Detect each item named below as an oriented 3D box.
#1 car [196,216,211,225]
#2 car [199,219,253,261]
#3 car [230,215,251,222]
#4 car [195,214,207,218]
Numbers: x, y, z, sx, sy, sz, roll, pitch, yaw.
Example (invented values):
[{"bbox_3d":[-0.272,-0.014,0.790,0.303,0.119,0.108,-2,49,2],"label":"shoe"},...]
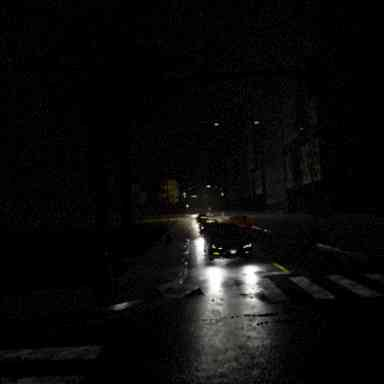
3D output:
[{"bbox_3d":[1.584,3.110,29.585,1.895,1.301,4.718,-3,-3,0],"label":"car"},{"bbox_3d":[1.579,2.293,15.937,1.837,1.490,4.892,-2,-3,-2],"label":"car"},{"bbox_3d":[4.601,3.004,32.473,1.882,1.535,5.008,-2,-3,1],"label":"car"},{"bbox_3d":[1.594,4.157,51.056,1.837,1.490,4.892,-3,-3,0],"label":"car"}]
